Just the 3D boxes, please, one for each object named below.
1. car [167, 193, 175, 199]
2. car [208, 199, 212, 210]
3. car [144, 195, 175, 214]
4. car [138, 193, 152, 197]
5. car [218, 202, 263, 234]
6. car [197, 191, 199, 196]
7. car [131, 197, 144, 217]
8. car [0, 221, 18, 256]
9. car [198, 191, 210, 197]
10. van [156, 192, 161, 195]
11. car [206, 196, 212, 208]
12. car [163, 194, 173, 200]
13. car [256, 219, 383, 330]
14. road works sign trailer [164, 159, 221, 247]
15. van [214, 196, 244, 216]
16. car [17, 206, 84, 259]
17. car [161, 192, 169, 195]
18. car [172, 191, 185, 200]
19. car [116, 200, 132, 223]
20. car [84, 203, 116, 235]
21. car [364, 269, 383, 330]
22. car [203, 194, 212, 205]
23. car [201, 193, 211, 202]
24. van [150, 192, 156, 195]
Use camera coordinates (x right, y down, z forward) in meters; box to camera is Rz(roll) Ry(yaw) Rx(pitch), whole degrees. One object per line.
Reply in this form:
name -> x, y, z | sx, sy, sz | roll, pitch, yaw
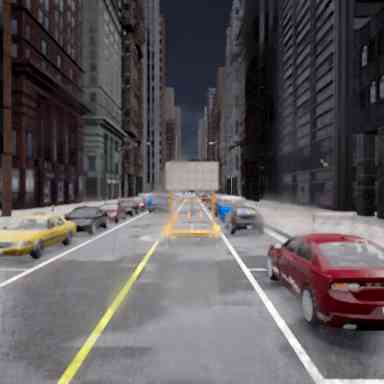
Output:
car -> -5.740, 1.077, 91.381 | 1.947, 1.339, 4.313 | 0, 0, 0
car -> 2.769, 1.373, 29.394 | 2.008, 1.369, 4.403 | 0, 0, 0
car -> -3.089, 1.352, 32.478 | 2.033, 1.411, 5.357 | 0, 0, 0
car -> -5.755, 1.230, 35.016 | 1.967, 1.590, 4.097 | 0, 0, 0
car -> 2.766, 1.438, 18.121 | 2.008, 1.369, 4.403 | 0, 0, 0
car -> 2.783, 1.062, 85.926 | 1.752, 1.417, 4.829 | 0, 0, 0
car -> -5.756, 1.388, 29.380 | 1.947, 1.339, 4.313 | 0, 0, 0
car -> -5.761, 1.521, 6.834 | 1.947, 1.339, 4.313 | 0, 0, 0
car -> 2.777, 0.958, 63.209 | 2.192, 1.841, 5.009 | 0, 0, 0
van -> -5.752, 1.071, 46.288 | 1.690, 1.788, 3.998 | 0, 0, 0
car -> 2.771, 1.373, 35.030 | 1.802, 1.307, 4.206 | 0, 0, 0
car -> -5.743, 1.107, 80.108 | 1.887, 1.381, 4.507 | 0, 0, 0
car -> 2.764, 1.501, 6.849 | 1.887, 1.381, 4.507 | 0, 0, 0
road works sign trailer -> 0.004, 0.373, 14.501 | 2.380, 3.560, 2.880 | 0, 0, 0
van -> 2.767, 1.196, 23.756 | 1.690, 1.788, 3.998 | 0, 0, 0
car -> -5.760, 1.447, 12.300 | 1.752, 1.417, 4.829 | 0, 0, 0
car -> -5.749, 0.986, 57.560 | 2.192, 1.841, 5.009 | 0, 0, 0
car -> -2.980, 0.762, 73.076 | 2.150, 2.045, 5.566 | 0, 0, 0
car -> -5.757, 1.436, 23.744 | 1.802, 1.307, 4.206 | 0, 0, 0
car -> -5.759, 1.453, 18.107 | 1.947, 1.339, 4.313 | 0, 0, 0
car -> 2.762, 1.536, 1.213 | 1.887, 1.381, 4.507 | 0, 0, 0
car -> 2.772, 1.311, 40.666 | 2.008, 1.369, 4.403 | 0, 0, 0
car -> 2.775, 1.246, 51.938 | 1.887, 1.381, 4.507 | 0, 0, 0
van -> -5.753, 1.101, 40.652 | 1.690, 1.788, 3.998 | 0, 0, 0
